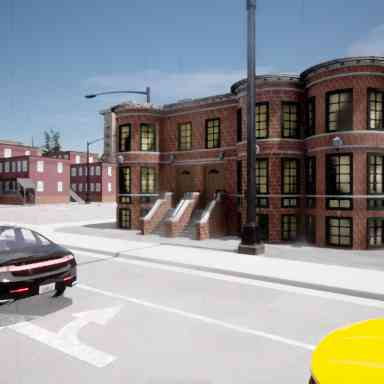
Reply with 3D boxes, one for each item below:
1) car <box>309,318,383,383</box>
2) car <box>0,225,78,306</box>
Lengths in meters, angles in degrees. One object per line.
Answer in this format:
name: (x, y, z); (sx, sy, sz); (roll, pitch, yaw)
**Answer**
car: (3.198, 1.478, 1.713); (5.008, 1.535, 1.882); (0, 0, 36)
car: (-4.569, 1.492, 7.263); (4.902, 1.511, 2.128); (0, 0, 34)
